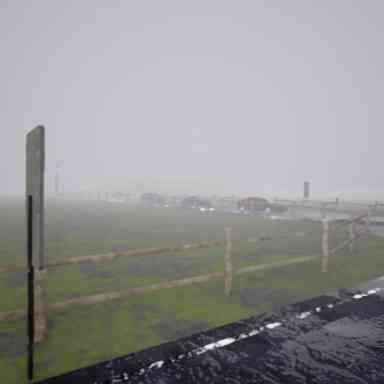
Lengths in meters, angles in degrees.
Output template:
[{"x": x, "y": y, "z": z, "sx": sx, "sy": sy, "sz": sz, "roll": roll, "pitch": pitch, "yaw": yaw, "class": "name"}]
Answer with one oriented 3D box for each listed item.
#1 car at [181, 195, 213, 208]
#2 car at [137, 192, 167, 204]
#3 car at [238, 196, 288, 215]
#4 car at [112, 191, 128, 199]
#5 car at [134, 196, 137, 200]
[{"x": 0.563, "y": 1.059, "z": 37.921, "sx": 1.994, "sy": 1.385, "sz": 4.181, "roll": 0, "pitch": 1, "yaw": -34, "class": "car"}, {"x": -5.326, "y": 0.791, "z": 46.177, "sx": 1.882, "sy": 1.535, "sz": 5.008, "roll": 0, "pitch": 1, "yaw": -35, "class": "car"}, {"x": 6.274, "y": 1.152, "z": 29.885, "sx": 1.882, "sy": 1.535, "sz": 5.008, "roll": 0, "pitch": 1, "yaw": -35, "class": "car"}, {"x": -13.918, "y": 0.489, "z": 64.420, "sx": 1.837, "sy": 1.490, "sz": 4.892, "roll": 0, "pitch": 1, "yaw": -35, "class": "car"}, {"x": -8.003, "y": 0.761, "z": 56.285, "sx": 1.895, "sy": 1.301, "sz": 4.718, "roll": 0, "pitch": 1, "yaw": -36, "class": "car"}]
